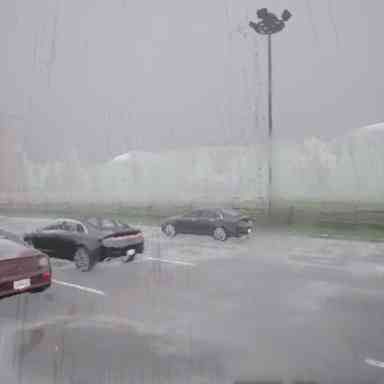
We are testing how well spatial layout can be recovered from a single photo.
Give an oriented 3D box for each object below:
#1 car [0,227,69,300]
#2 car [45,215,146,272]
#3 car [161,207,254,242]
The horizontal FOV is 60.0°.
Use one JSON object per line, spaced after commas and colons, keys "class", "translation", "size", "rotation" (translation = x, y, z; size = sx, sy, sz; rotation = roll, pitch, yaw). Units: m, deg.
{"class": "car", "translation": [-5.059, 1.572, 7.588], "size": [4.674, 1.442, 1.812], "rotation": [0, 0, 36]}
{"class": "car", "translation": [-3.728, 1.529, 10.946], "size": [4.902, 1.511, 2.128], "rotation": [0, 0, 35]}
{"class": "car", "translation": [0.632, 1.508, 16.433], "size": [4.892, 1.490, 1.837], "rotation": [0, 0, 35]}
